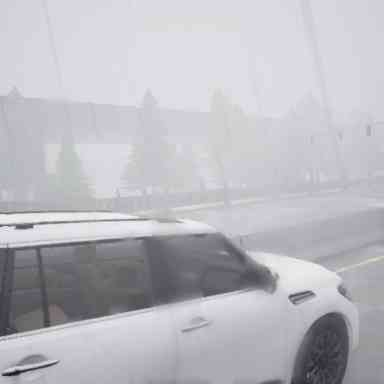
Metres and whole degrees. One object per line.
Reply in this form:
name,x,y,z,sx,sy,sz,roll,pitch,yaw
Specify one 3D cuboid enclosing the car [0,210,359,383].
car,-0.649,1.212,3.294,5.566,2.045,2.150,0,0,-35
